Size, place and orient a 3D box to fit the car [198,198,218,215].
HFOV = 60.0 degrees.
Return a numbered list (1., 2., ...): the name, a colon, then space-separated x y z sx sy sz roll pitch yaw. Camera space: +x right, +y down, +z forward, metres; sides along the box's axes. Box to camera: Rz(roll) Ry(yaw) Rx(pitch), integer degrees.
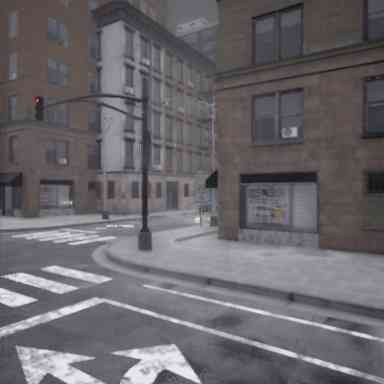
1. car: 2.371 1.312 31.907 1.882 1.535 5.008 0 0 32
